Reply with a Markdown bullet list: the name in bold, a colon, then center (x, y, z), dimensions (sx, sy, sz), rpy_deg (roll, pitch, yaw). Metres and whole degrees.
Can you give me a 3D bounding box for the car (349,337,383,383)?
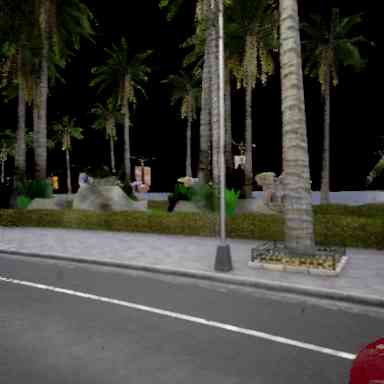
- **car**: center (3.366, 1.446, 1.360), dimensions (5.008, 1.535, 1.882), rpy_deg (0, 0, 36)
